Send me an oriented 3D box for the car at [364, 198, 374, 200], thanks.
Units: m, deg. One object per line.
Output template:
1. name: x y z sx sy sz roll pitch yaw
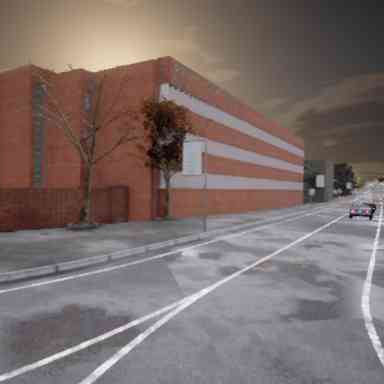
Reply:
1. car: 20.932 1.673 40.013 1.882 1.535 5.008 1 1 30

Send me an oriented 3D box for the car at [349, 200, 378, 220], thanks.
1. car: 15.688 1.722 30.745 2.033 1.411 5.357 1 0 30
